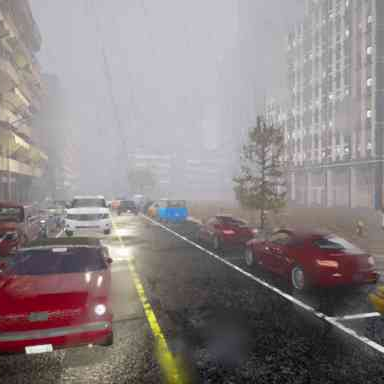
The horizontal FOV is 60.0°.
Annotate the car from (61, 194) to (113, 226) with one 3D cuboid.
[{"bbox_3d":[-5.791,1.220,18.794,2.150,2.045,5.566,0,0,-15],"label":"car"}]

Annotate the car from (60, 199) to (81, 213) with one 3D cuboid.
[{"bbox_3d":[-13.986,1.553,38.558,1.887,1.381,4.507,0,0,-15],"label":"car"}]

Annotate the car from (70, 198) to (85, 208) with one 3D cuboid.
[{"bbox_3d":[-16.899,1.600,49.220,1.802,1.307,4.206,0,0,-15],"label":"car"}]

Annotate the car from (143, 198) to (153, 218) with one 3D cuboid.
[{"bbox_3d":[-3.033,1.528,30.267,1.752,1.417,4.829,0,0,-15],"label":"car"}]

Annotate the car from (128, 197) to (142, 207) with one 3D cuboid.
[{"bbox_3d":[-8.860,1.544,51.592,1.752,1.417,4.829,0,0,-15],"label":"car"}]

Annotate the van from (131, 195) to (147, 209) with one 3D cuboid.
[{"bbox_3d":[-7.360,1.354,46.098,1.690,1.788,3.998,0,0,-15],"label":"van"}]

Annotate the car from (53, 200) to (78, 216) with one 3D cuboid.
[{"bbox_3d":[-12.529,1.571,33.226,1.947,1.339,4.313,0,0,-15],"label":"car"}]

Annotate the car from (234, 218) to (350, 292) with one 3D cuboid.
[{"bbox_3d":[2.837,1.581,8.779,1.802,1.307,4.206,0,0,-15],"label":"car"}]

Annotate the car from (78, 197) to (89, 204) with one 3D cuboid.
[{"bbox_3d":[-21.268,1.602,65.214,1.947,1.339,4.313,0,0,-15],"label":"car"}]

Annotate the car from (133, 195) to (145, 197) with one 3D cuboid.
[{"bbox_3d":[-5.903,1.449,40.766,1.967,1.590,4.097,0,0,-15],"label":"car"}]

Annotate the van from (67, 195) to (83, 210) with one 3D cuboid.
[{"bbox_3d":[-15.444,1.354,43.889,1.690,1.788,3.998,0,0,-15],"label":"van"}]

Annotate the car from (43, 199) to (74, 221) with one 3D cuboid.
[{"bbox_3d":[-11.073,1.442,27.894,1.967,1.590,4.097,0,0,-15],"label":"car"}]

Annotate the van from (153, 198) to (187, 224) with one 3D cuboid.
[{"bbox_3d":[-1.533,1.341,24.772,1.690,1.788,3.998,0,0,-15],"label":"van"}]

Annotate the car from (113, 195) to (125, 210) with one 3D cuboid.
[{"bbox_3d":[-9.225,1.363,43.036,2.097,1.767,4.553,0,0,-15],"label":"car"}]

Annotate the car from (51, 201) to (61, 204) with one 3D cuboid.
[{"bbox_3d":[-9.616,1.551,22.565,2.008,1.369,4.403,0,0,-15],"label":"car"}]

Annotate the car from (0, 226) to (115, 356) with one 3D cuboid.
[{"bbox_3d":[-2.441,1.600,6.170,1.895,1.301,4.718,0,0,-15],"label":"car"}]

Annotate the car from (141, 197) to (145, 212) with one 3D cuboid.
[{"bbox_3d":[-4.445,1.571,35.435,1.947,1.339,4.313,0,0,-15],"label":"car"}]

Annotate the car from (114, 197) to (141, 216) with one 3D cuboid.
[{"bbox_3d":[-6.467,1.509,32.992,1.837,1.490,4.892,0,0,-15],"label":"car"}]

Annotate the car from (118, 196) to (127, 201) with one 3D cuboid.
[{"bbox_3d":[-17.554,1.604,83.416,1.887,1.381,4.507,0,0,-15],"label":"car"}]

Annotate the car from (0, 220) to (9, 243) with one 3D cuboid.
[{"bbox_3d":[-5.203,1.524,6.407,1.752,1.417,4.829,0,0,-15],"label":"car"}]

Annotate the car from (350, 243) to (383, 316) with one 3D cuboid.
[{"bbox_3d":[4.249,1.525,3.611,1.752,1.417,4.829,0,0,-15],"label":"car"}]

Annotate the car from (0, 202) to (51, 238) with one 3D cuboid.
[{"bbox_3d":[-6.705,1.313,11.901,2.192,1.841,5.009,0,0,-15],"label":"car"}]

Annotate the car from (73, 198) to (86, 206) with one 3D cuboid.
[{"bbox_3d":[-18.355,1.605,54.551,1.802,1.307,4.206,0,0,-15],"label":"car"}]

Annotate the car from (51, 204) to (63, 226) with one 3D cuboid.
[{"bbox_3d":[-8.159,1.549,17.233,2.008,1.369,4.403,0,0,-15],"label":"car"}]

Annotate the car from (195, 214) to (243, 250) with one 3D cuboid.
[{"bbox_3d":[1.380,1.581,14.109,1.802,1.307,4.206,0,0,-15],"label":"car"}]
